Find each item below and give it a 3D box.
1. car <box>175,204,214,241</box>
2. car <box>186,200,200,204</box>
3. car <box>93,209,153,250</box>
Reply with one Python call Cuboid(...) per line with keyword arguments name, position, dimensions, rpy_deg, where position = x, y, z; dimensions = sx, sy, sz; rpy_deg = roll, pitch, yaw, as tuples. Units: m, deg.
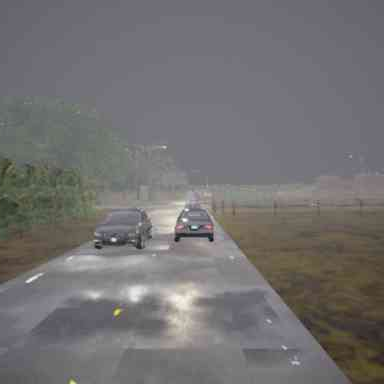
Cuboid(name="car", position=(0.099, 1.556, 16.705), dimensions=(2.033, 1.411, 5.357), rpy_deg=(0, 0, 0))
Cuboid(name="car", position=(0.102, 1.580, 35.744), dimensions=(2.033, 1.411, 5.357), rpy_deg=(0, 0, 0))
Cuboid(name="car", position=(-2.814, 1.515, 14.469), dimensions=(1.837, 1.490, 4.892), rpy_deg=(0, -1, 0))
